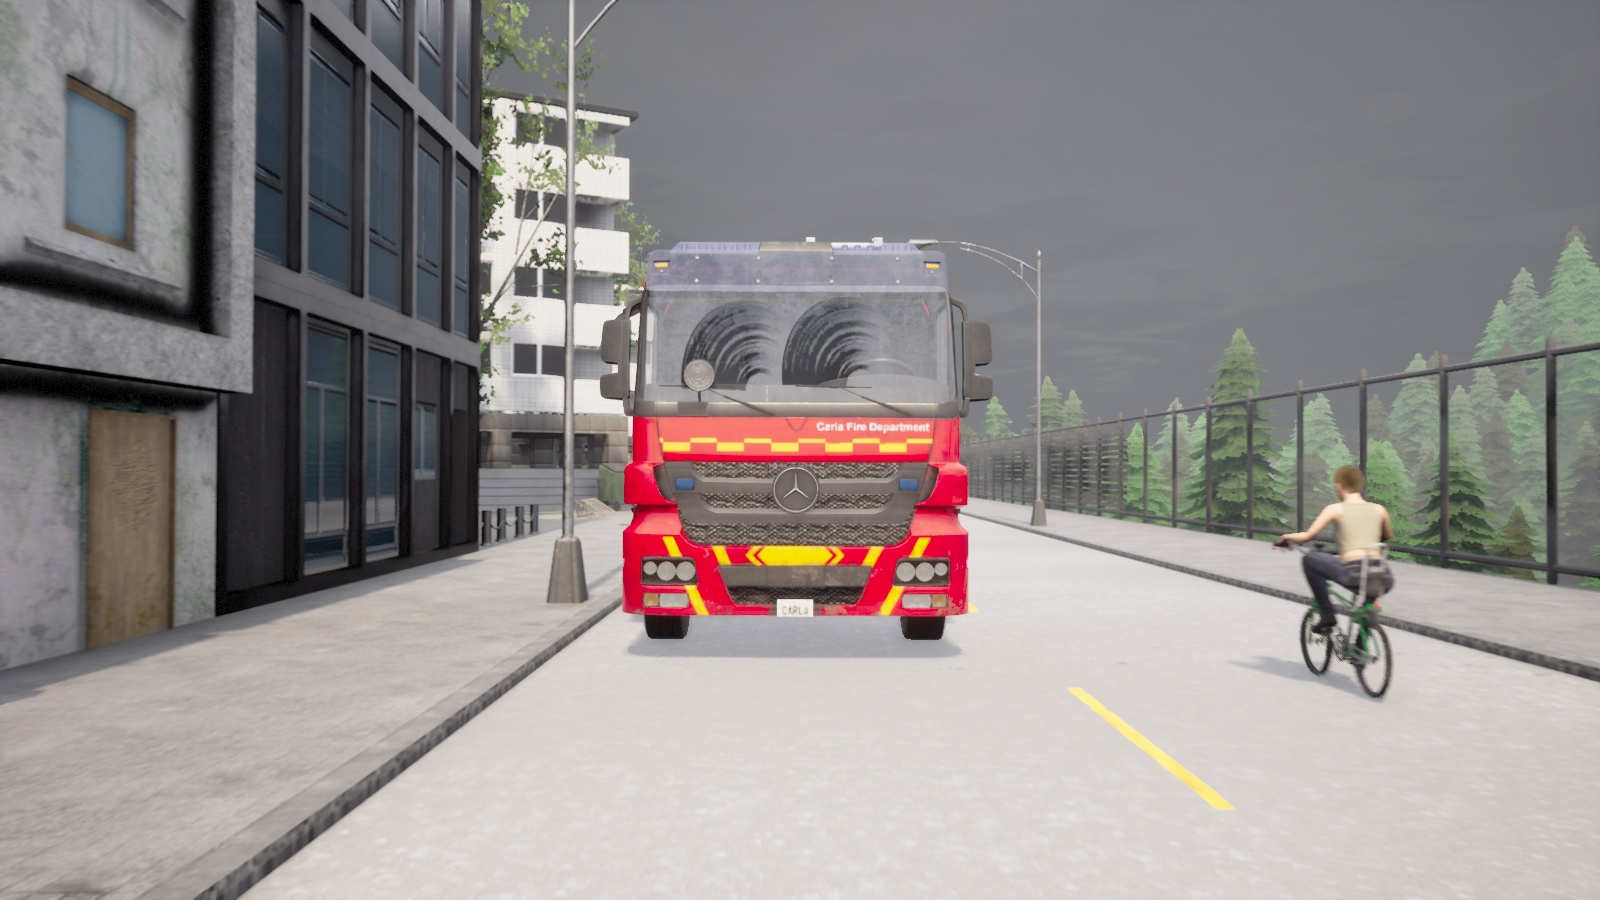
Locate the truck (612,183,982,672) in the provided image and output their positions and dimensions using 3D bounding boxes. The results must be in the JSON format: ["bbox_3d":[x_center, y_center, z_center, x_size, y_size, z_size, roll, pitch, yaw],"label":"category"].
[{"bbox_3d":[-0.041,-0.114,14.094,2.891,3.827,8.468,0,-1,0],"label":"truck"}]

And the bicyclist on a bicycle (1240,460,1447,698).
[{"bbox_3d":[3.969,0.891,9.320,0.866,1.612,1.509,0,-1,0],"label":"bicyclist on a bicycle"}]
